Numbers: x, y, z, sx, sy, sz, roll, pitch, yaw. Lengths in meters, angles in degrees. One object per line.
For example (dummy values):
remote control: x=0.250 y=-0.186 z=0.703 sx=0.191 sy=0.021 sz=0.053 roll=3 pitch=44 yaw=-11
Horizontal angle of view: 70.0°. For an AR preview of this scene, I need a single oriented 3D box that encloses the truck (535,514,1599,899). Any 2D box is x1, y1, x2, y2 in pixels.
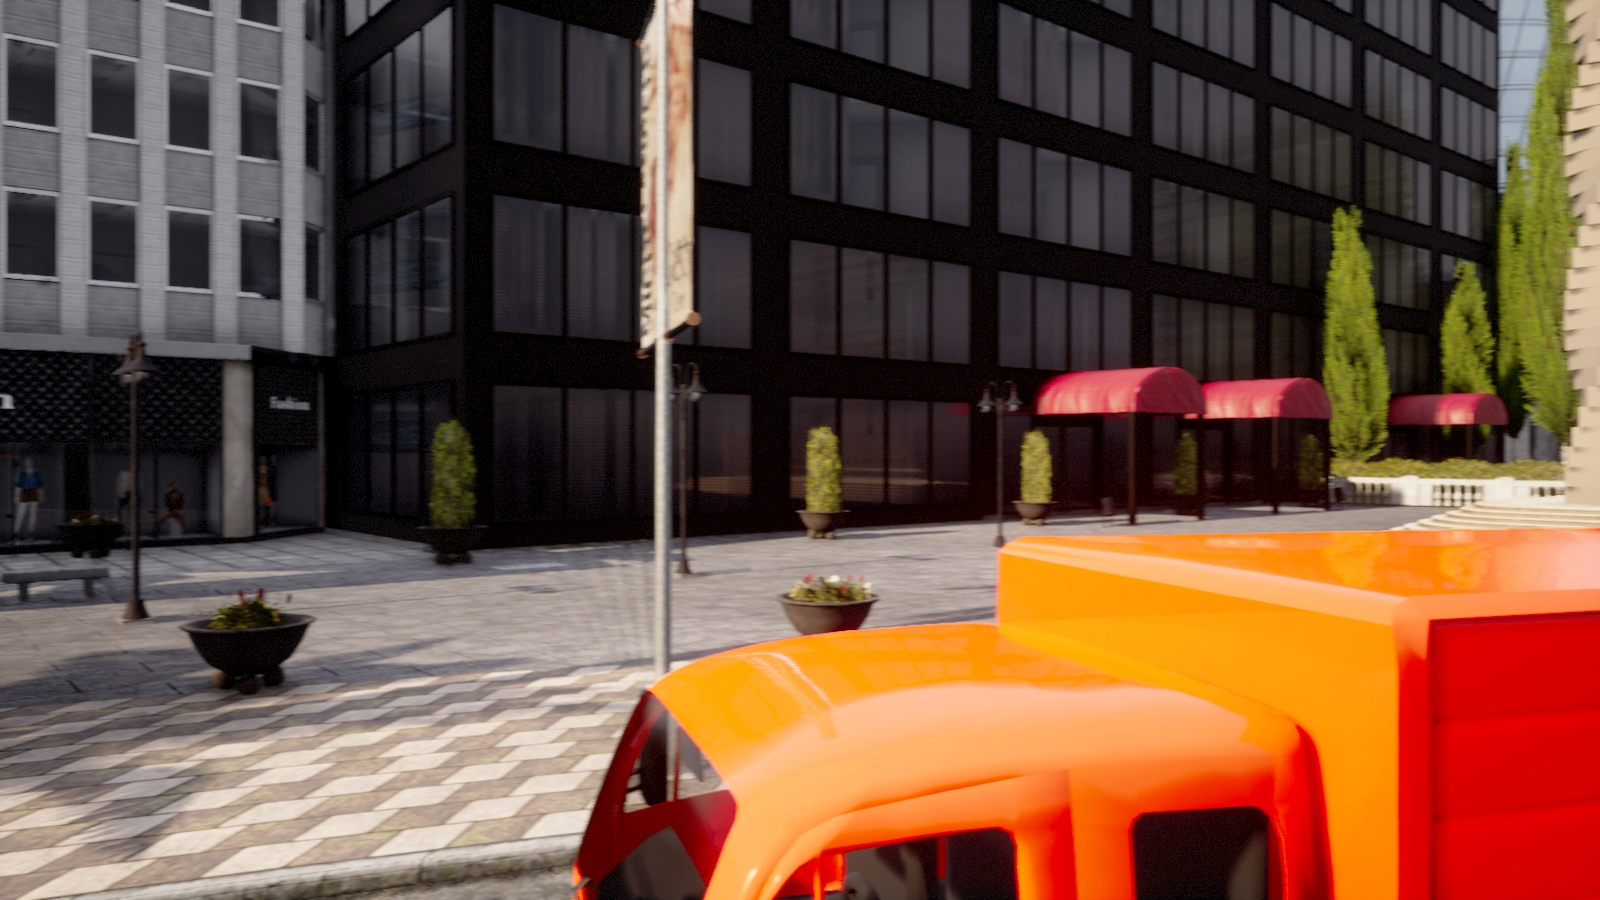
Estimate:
truck: x=1.854 y=1.563 z=3.880 sx=5.204 sy=2.467 sz=2.627 roll=0 pitch=0 yaw=-17
